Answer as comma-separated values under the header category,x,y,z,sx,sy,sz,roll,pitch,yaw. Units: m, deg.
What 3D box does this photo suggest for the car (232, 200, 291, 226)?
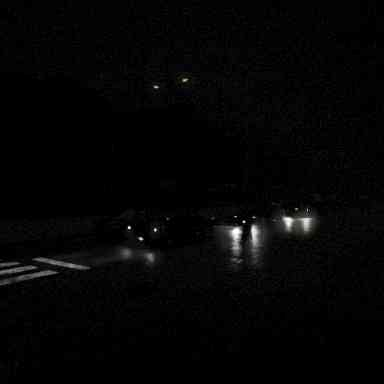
category,x,y,z,sx,sy,sz,roll,pitch,yaw
car,4.828,1.493,23.190,2.033,1.411,5.357,0,0,35

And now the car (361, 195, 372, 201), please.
category,x,y,z,sx,sy,sz,roll,pitch,yaw
car,42.839,1.517,81.701,1.887,1.381,4.507,0,0,35

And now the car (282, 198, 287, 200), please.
category,x,y,z,sx,sy,sz,roll,pitch,yaw
car,6.920,1.522,30.582,1.802,1.307,4.206,0,0,35

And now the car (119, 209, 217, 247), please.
category,x,y,z,sx,sy,sz,roll,pitch,yaw
car,-0.796,1.564,15.194,1.895,1.301,4.718,0,0,35

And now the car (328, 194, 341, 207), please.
category,x,y,z,sx,sy,sz,roll,pitch,yaw
car,19.981,1.249,49.171,2.192,1.841,5.009,0,0,35

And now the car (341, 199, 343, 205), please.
category,x,y,z,sx,sy,sz,roll,pitch,yaw
car,23.248,1.498,53.818,1.947,1.339,4.313,0,0,35

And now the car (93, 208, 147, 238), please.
category,x,y,z,sx,sy,sz,roll,pitch,yaw
car,-2.875,1.516,16.642,2.008,1.369,4.403,0,0,35

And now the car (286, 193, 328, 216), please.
category,x,y,z,sx,sy,sz,roll,pitch,yaw
car,10.894,1.158,31.807,2.150,2.045,5.566,0,0,35

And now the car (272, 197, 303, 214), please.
category,x,y,z,sx,sy,sz,roll,pitch,yaw
car,10.185,1.377,35.230,1.967,1.590,4.097,0,0,35

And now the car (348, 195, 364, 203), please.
category,x,y,z,sx,sy,sz,roll,pitch,yaw
car,33.043,1.507,67.759,1.947,1.339,4.313,0,0,35

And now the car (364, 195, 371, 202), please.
category,x,y,z,sx,sy,sz,roll,pitch,yaw
car,39.476,1.485,76.915,1.752,1.417,4.829,0,0,35
